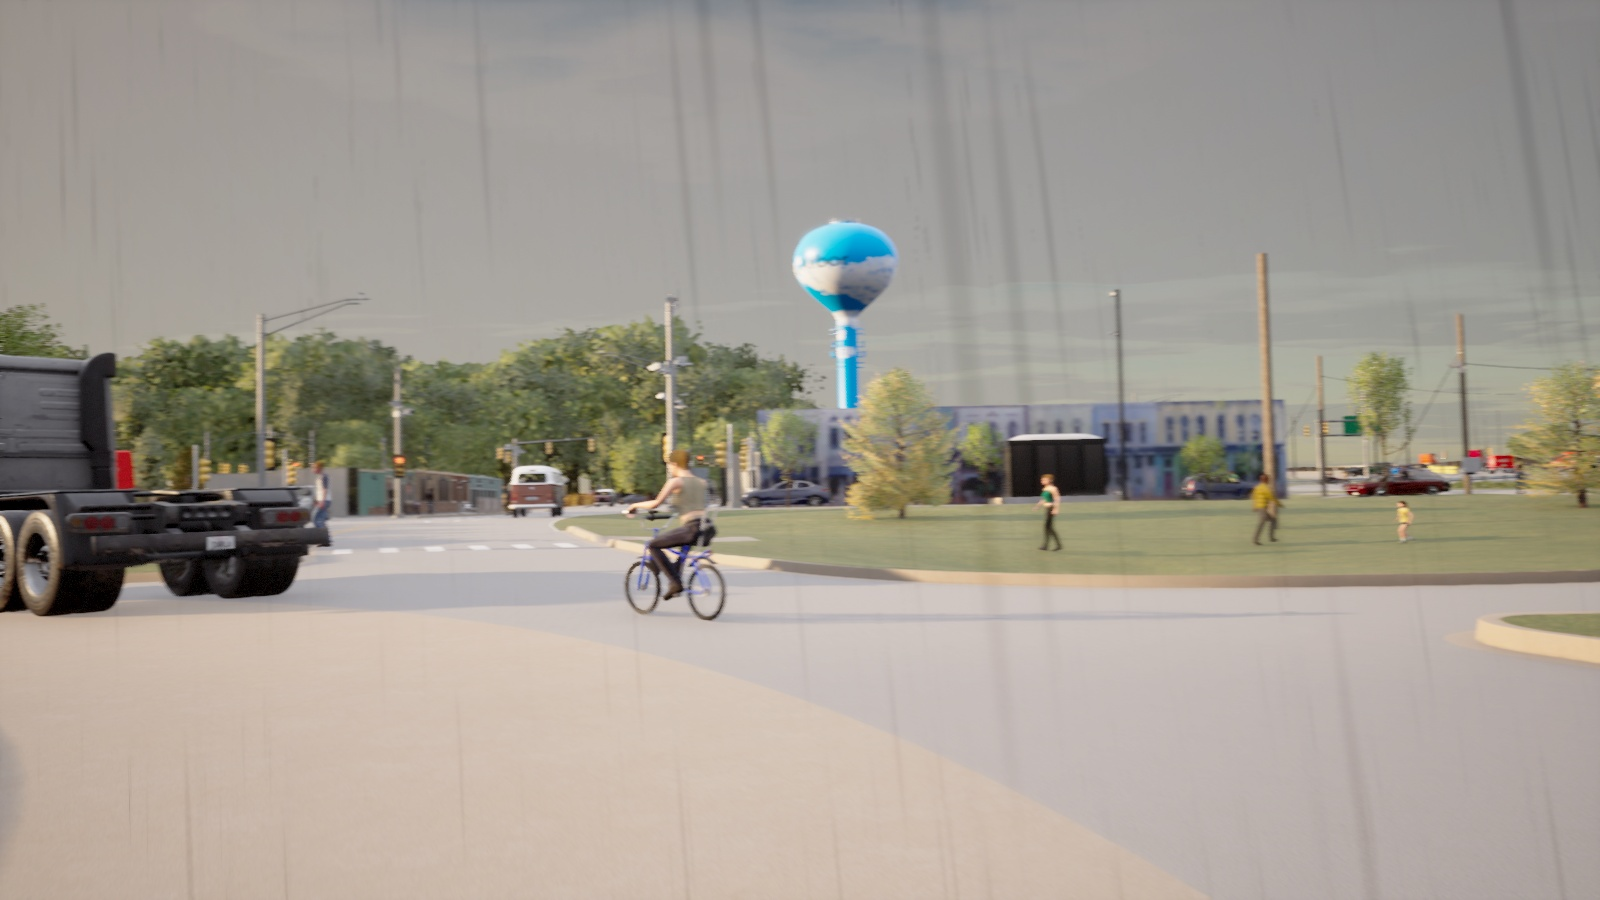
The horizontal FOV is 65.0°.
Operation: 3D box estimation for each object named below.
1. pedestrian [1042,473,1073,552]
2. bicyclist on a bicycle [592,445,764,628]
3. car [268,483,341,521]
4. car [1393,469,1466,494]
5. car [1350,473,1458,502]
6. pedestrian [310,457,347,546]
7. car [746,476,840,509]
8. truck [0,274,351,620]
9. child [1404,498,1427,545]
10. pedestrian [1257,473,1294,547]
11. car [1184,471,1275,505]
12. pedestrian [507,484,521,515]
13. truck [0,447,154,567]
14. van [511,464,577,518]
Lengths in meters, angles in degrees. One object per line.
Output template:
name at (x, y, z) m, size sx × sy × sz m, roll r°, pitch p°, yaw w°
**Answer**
pedestrian at (6.067, 1.481, 29.589) m, size 0.594 × 1.836 × 0.345 m, roll -1°, pitch -3°, yaw -8°
bicyclist on a bicycle at (-1.176, 0.800, 11.968) m, size 0.866 × 1.612 × 1.509 m, roll 2°, pitch -3°, yaw -45°
car at (-20.224, 2.113, 51.408) m, size 1.970 × 1.475 × 3.806 m, roll -1°, pitch -2°, yaw -9°
car at (39.741, 1.995, 79.437) m, size 2.163 × 1.488 × 4.792 m, roll -1°, pitch -2°, yaw 0°
car at (31.282, 1.947, 65.066) m, size 4.718 × 1.301 × 1.895 m, roll -2°, pitch -3°, yaw -7°
pedestrian at (-9.879, 1.082, 26.304) m, size 0.706 × 1.836 × 0.354 m, roll 0°, pitch -3°, yaw -21°
car at (-0.372, 2.315, 68.178) m, size 5.027 × 1.651 × 2.152 m, roll -1°, pitch -3°, yaw -1°
truck at (-9.319, 0.184, 16.145) m, size 7.936 × 3.462 × 2.891 m, roll -4°, pitch -3°, yaw 39°
child at (14.963, 1.735, 30.536) m, size 0.394 × 1.110 × 0.255 m, roll -1°, pitch -3°, yaw -4°
pedestrian at (11.952, 1.500, 31.560) m, size 0.726 × 1.835 × 0.370 m, roll -1°, pitch -3°, yaw -5°
car at (22.084, 1.965, 64.668) m, size 3.988 × 1.617 × 1.851 m, roll -1°, pitch -3°, yaw -1°
pedestrian at (-16.818, 2.908, 73.783) m, size 0.726 × 1.842 × 0.402 m, roll -1°, pitch -3°, yaw 4°
truck at (-17.714, 1.242, 28.211) m, size 2.627 × 2.467 × 5.204 m, roll -1°, pitch 1°, yaw 21°
van at (-10.313, 1.669, 50.854) m, size 2.069 × 2.038 × 4.480 m, roll -1°, pitch -2°, yaw -5°
